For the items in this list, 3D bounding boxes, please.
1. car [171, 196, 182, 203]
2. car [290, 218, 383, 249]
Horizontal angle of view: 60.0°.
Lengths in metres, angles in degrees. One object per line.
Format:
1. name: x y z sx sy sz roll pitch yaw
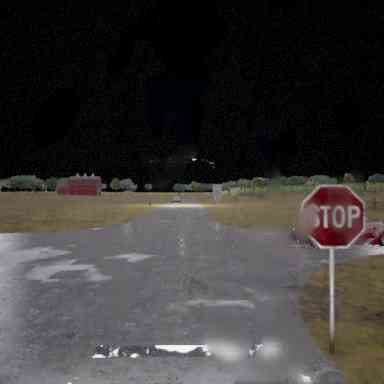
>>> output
1. car: -3.022 1.516 65.358 1.994 1.385 4.181 0 0 0
2. car: 6.189 1.500 13.569 4.181 1.385 1.994 -1 -2 0
